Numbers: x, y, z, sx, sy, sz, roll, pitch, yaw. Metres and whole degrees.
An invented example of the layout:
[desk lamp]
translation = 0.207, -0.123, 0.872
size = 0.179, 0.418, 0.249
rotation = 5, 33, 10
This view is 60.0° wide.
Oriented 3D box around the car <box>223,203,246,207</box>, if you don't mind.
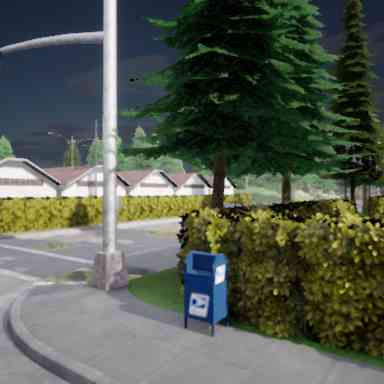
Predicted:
[car]
translation = 3.625, 1.712, 30.389
size = 2.033, 1.411, 5.357
rotation = 0, 0, 36
